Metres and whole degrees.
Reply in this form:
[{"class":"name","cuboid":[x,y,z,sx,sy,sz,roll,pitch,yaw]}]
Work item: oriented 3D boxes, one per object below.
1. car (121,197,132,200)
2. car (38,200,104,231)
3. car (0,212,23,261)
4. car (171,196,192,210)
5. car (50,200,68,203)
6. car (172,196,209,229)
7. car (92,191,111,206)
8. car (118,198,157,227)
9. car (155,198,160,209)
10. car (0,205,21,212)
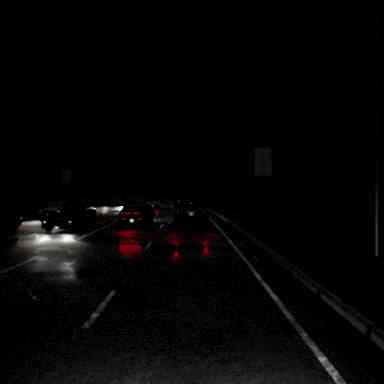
[{"class":"car","cuboid":[-9.282,1.307,47.577,1.895,1.301,4.718,0,0,-8]},{"class":"car","cuboid":[-7.150,1.472,20.088,2.033,1.411,5.357,0,0,-1]},{"class":"car","cuboid":[-7.045,1.524,9.418,2.033,1.411,5.357,0,0,1]},{"class":"car","cuboid":[-1.331,1.262,40.535,2.128,1.511,4.902,0,0,-6]},{"class":"car","cuboid":[-10.900,1.400,27.341,1.812,1.442,4.674,0,0,-2]},{"class":"car","cuboid":[-0.106,1.272,20.965,2.097,1.767,4.553,0,0,-2]},{"class":"car","cuboid":[-12.750,0.913,47.110,2.150,2.045,5.566,0,0,-9]},{"class":"car","cuboid":[-3.634,1.418,22.093,1.837,1.490,4.892,0,0,-2]},{"class":"car","cuboid":[-4.917,1.362,41.331,1.895,1.301,4.718,0,0,-6]},{"class":"car","cuboid":[-10.587,1.434,17.118,2.128,1.511,4.902,0,0,-1]}]
